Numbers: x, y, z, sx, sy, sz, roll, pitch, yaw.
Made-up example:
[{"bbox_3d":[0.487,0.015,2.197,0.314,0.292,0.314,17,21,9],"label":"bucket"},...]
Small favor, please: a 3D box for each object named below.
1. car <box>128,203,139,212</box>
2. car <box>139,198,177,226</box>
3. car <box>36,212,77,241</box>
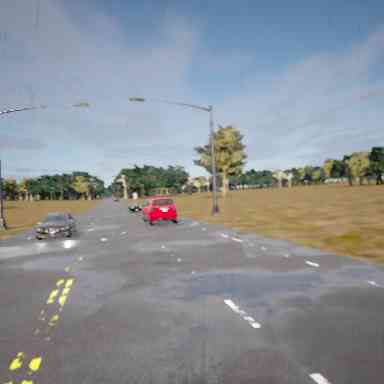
[{"bbox_3d":[-8.322,2.252,48.797,1.895,1.301,4.718,-3,0,-15],"label":"car"},{"bbox_3d":[-2.665,1.505,26.826,2.150,2.045,5.566,-3,0,-15],"label":"car"},{"bbox_3d":[-8.276,2.033,20.594,1.837,1.490,4.892,-3,0,-14],"label":"car"}]
